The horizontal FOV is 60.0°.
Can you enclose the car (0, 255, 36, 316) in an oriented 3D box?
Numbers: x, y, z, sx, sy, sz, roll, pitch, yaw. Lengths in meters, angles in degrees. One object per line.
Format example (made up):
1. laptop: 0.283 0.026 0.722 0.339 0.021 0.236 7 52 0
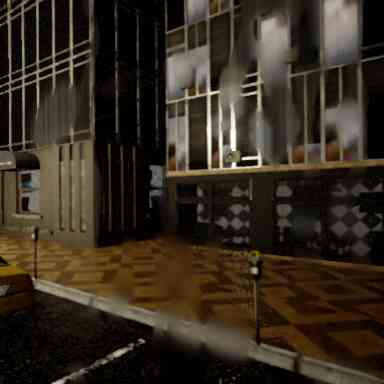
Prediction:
1. car: -4.890 1.476 6.371 4.829 1.417 1.752 0 -1 35
